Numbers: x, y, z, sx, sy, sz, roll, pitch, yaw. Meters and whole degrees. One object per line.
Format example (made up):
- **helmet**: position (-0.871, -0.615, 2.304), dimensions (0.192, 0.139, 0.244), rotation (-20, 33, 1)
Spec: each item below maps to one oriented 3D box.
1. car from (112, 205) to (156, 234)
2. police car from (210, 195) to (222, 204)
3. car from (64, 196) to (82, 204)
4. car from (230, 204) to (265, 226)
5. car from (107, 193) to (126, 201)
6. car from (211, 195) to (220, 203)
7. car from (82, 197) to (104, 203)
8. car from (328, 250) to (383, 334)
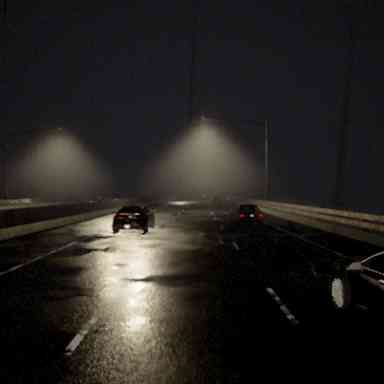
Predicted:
- **car**: position (-3.263, 1.502, 19.295), dimensions (1.837, 1.490, 4.892), rotation (0, 0, 1)
- **police car**: position (4.726, 1.494, 63.071), dimensions (1.930, 1.638, 5.238), rotation (0, 0, 2)
- **car**: position (-20.054, 1.529, 56.843), dimensions (1.882, 1.535, 5.008), rotation (0, 0, 2)
- **car**: position (3.788, 1.552, 23.346), dimensions (2.033, 1.411, 5.357), rotation (0, 0, 1)
- **car**: position (-13.019, 1.276, 57.713), dimensions (2.150, 2.045, 5.566), rotation (0, 0, 3)
- **car**: position (5.177, 1.558, 74.066), dimensions (1.801, 1.575, 5.366), rotation (0, 0, 3)
- **car**: position (-16.546, 1.545, 57.144), dimensions (2.128, 1.511, 4.902), rotation (0, 0, 2)
- **car**: position (3.620, 1.500, 4.713), dimensions (1.837, 1.490, 4.892), rotation (0, 0, 0)
